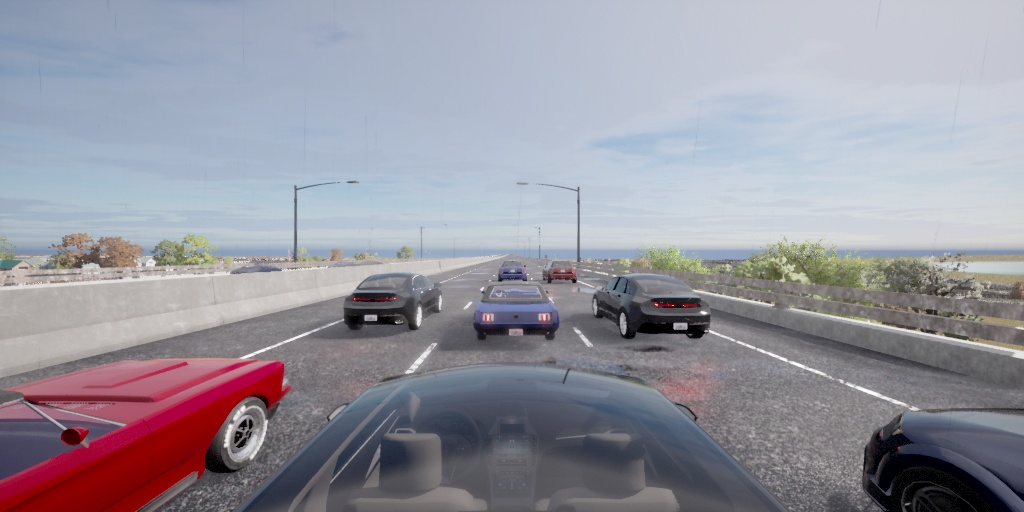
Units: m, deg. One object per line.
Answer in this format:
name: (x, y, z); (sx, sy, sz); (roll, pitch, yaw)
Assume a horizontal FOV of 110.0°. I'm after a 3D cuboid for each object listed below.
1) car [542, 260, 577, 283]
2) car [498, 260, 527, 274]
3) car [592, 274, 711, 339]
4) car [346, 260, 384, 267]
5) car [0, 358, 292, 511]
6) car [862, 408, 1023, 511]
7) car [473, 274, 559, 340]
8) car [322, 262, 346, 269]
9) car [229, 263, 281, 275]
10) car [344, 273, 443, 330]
car: (3.569, 1.092, 27.544); (2.097, 1.767, 4.553); (0, 0, -1)
car: (0.062, 1.092, 27.539); (2.097, 1.767, 4.553); (0, 0, 0)
car: (3.588, 1.252, 10.067); (1.837, 1.490, 4.892); (0, 0, 0)
car: (-14.145, 1.214, 35.501); (1.882, 1.535, 5.008); (0, 0, 0)
car: (-3.403, 1.351, 1.859); (1.895, 1.301, 4.718); (0, 0, 0)
car: (3.595, 1.314, 0.904); (1.994, 1.385, 4.181); (0, 0, 1)
car: (0.089, 1.348, 9.911); (1.895, 1.301, 4.718); (0, 0, 0)
car: (-17.649, 1.283, 37.128); (2.033, 1.411, 5.357); (0, 0, 0)
car: (-21.138, 1.303, 29.671); (1.994, 1.385, 4.181); (0, 0, 0)
car: (-3.413, 1.251, 11.087); (1.837, 1.490, 4.892); (0, 0, 0)
